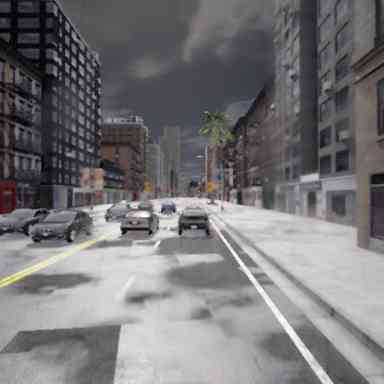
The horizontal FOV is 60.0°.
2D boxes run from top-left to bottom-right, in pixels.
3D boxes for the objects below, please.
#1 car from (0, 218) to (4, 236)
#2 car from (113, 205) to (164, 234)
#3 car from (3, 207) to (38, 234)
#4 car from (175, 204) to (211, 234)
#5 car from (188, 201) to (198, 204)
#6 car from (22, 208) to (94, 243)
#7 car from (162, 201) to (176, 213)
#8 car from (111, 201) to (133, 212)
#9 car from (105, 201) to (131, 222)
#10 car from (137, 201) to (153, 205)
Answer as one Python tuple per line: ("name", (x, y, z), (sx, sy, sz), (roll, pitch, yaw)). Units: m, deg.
("car", (-6.582, 1.559, 7.303), (1.882, 1.535, 5.008), (0, -1, 0))
("car", (-3.132, 1.771, 20.720), (2.033, 1.411, 5.357), (0, -1, 0))
("car", (-9.817, 1.720, 19.916), (1.837, 1.490, 4.892), (0, -1, 0))
("car", (0.118, 1.731, 20.984), (1.837, 1.490, 4.892), (0, -1, 0))
("car", (0.131, 2.002, 45.287), (1.812, 1.442, 4.674), (0, -1, 0))
("car", (-6.564, 1.693, 17.345), (1.837, 1.490, 4.892), (0, -1, 0))
("car", (-3.121, 1.997, 44.808), (1.812, 1.442, 4.674), (0, -1, 0))
("car", (-9.711, 1.991, 46.669), (2.128, 1.511, 4.902), (0, -1, 0))
("car", (-6.509, 1.845, 30.151), (1.812, 1.442, 4.674), (0, -1, 1))
("car", (-6.461, 2.024, 46.664), (1.837, 1.490, 4.892), (0, -1, 0))
